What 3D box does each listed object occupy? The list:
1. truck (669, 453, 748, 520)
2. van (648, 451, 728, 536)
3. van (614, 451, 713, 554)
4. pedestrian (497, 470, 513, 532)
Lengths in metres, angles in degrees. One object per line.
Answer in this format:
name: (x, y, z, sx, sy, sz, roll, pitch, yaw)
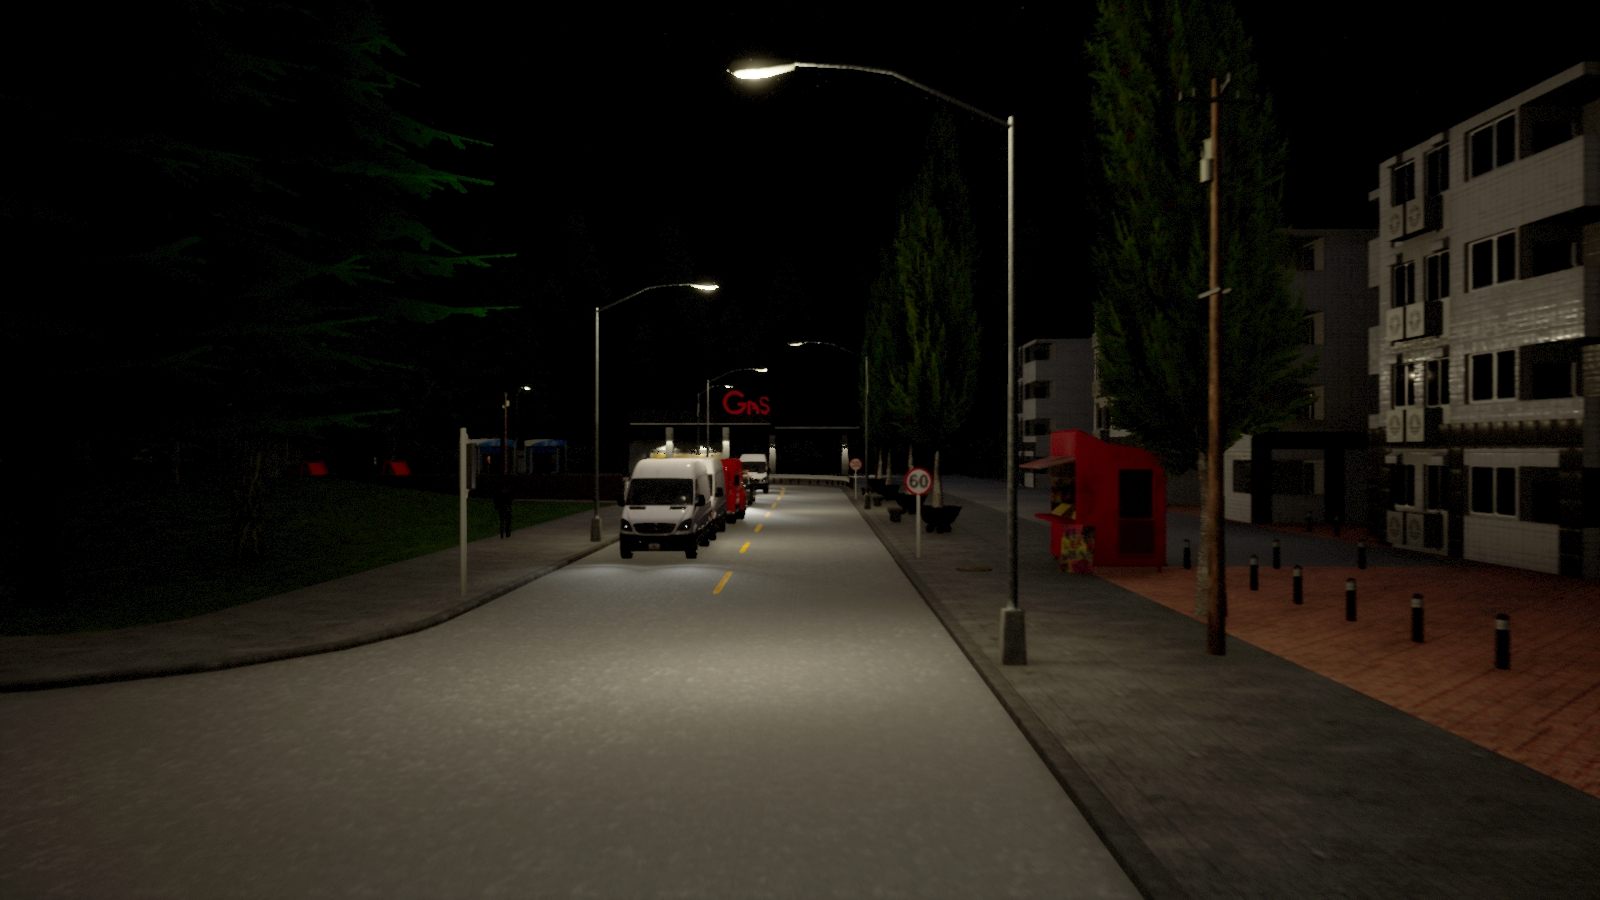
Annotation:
truck: (-3.484, 1.351, 44.830, 2.627, 2.467, 5.204, 0, 0, 1)
van: (-3.574, 1.317, 37.526, 1.988, 2.561, 5.915, 0, 0, 1)
van: (-3.644, 1.317, 31.589, 1.988, 2.561, 5.915, 0, 0, 1)
pedestrian: (-8.892, 1.530, 34.398, 0.375, 1.860, 0.375, 0, 0, 1)
